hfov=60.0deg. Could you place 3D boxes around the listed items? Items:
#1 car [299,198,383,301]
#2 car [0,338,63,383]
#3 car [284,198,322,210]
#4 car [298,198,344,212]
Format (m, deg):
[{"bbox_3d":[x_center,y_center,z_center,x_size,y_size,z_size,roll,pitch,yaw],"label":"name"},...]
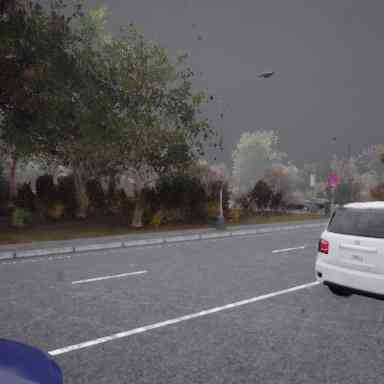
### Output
[{"bbox_3d":[5.070,1.221,7.369,5.566,2.045,2.150,0,0,-35],"label":"car"},{"bbox_3d":[-3.050,1.526,1.567,4.674,1.442,1.812,0,0,-36],"label":"car"},{"bbox_3d":[12.566,1.487,38.765,2.128,1.511,4.902,0,0,-33],"label":"car"},{"bbox_3d":[15.596,1.488,40.550,2.128,1.511,4.902,0,0,-32],"label":"car"}]
